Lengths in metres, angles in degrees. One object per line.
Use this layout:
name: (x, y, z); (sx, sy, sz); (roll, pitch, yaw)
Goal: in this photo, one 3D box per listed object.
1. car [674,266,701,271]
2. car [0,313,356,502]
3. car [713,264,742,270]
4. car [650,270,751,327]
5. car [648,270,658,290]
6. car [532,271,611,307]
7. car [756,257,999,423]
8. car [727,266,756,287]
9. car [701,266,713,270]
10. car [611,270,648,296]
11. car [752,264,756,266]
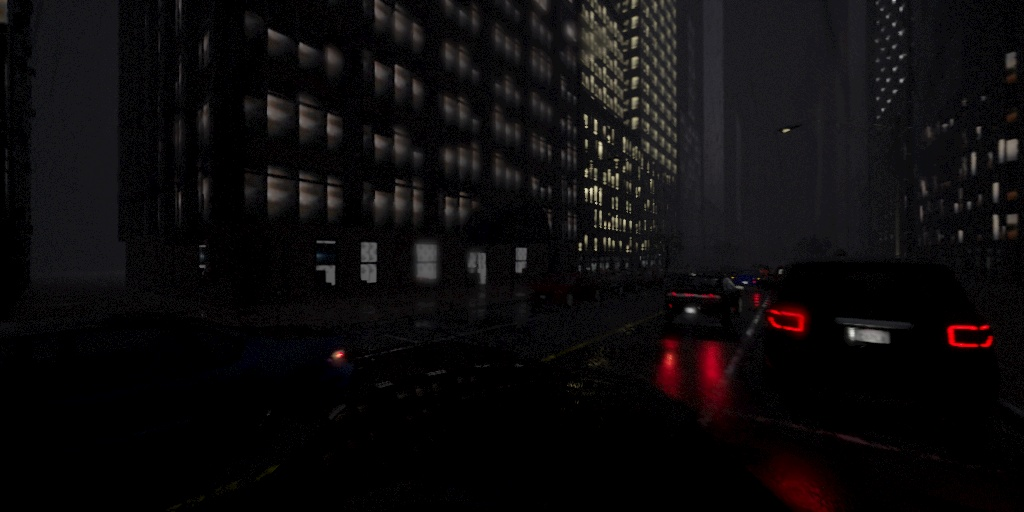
car: (16.528, 1.766, 34.663); (2.007, 1.370, 4.403); (0, 0, 38)
car: (-4.337, 1.301, 3.275); (2.033, 1.411, 5.357); (0, -1, 38)
car: (24.358, 1.834, 40.441); (1.837, 1.490, 4.892); (0, -1, 38)
car: (6.690, 1.397, 12.368); (2.128, 1.511, 4.902); (0, -1, 38)
car: (9.601, 1.661, 25.652); (1.802, 1.307, 4.207); (0, 0, 38)
car: (2.673, 1.488, 16.640); (1.888, 1.381, 4.507); (0, 0, 38)
car: (5.808, 1.056, 6.291); (2.150, 2.045, 5.566); (0, -1, 38)
car: (16.867, 1.631, 25.627); (1.812, 1.442, 4.674); (0, -1, 37)
car: (23.456, 1.901, 43.674); (2.007, 1.370, 4.403); (0, 0, 38)
car: (6.136, 1.562, 21.147); (2.007, 1.370, 4.403); (0, 0, 38)
car: (27.089, 1.659, 39.064); (2.097, 1.767, 4.553); (0, -1, 38)
